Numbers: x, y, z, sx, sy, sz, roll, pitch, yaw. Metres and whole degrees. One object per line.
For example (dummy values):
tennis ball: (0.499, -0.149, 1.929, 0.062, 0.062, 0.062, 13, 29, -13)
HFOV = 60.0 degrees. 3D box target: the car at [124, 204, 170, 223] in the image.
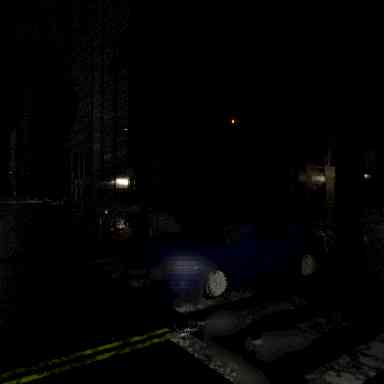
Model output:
car: (-3.390, 1.607, 24.340, 1.812, 1.442, 4.674, 1, -1, -37)

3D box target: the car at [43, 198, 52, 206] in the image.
car: (-26.507, 1.802, 62.419, 2.128, 1.511, 4.902, 1, -1, -36)

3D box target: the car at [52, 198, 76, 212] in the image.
car: (-15.490, 1.724, 41.394, 2.033, 1.411, 5.357, 1, -1, -34)

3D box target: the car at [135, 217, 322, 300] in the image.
car: (1.283, 1.480, 8.586, 5.008, 1.535, 1.882, 0, 0, -35)

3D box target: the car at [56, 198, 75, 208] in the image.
car: (-20.708, 1.790, 54.249, 1.812, 1.442, 4.674, 1, -1, -35)

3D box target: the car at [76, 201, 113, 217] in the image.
car: (-9.339, 1.619, 32.705, 2.128, 1.511, 4.902, 1, -1, -36)
